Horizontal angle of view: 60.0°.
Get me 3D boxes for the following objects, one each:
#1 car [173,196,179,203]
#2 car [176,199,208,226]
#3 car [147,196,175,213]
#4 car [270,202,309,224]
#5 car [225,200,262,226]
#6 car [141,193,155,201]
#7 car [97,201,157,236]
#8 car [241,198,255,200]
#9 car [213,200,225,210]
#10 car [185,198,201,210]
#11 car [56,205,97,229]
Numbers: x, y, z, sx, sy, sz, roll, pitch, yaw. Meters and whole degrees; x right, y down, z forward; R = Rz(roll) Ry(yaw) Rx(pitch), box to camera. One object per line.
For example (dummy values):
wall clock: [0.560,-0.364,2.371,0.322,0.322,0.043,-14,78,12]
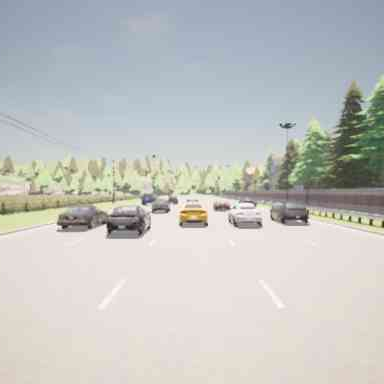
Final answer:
car: [-3.437,1.492,60.618,1.837,1.490,4.892,0,1,0]
car: [0.102,1.472,23.699,1.882,1.535,5.008,0,0,0]
car: [-3.396,1.539,37.022,2.033,1.411,5.357,0,0,0]
car: [7.103,1.485,24.687,2.128,1.511,4.902,0,0,0]
car: [3.603,1.520,22.995,1.812,1.442,4.674,0,0,0]
car: [-6.994,1.209,54.636,2.150,2.045,5.566,0,0,0]
car: [-3.398,1.488,18.514,2.128,1.511,4.902,0,0,0]
car: [7.104,1.481,42.519,2.128,1.511,4.902,0,0,0]
car: [3.604,1.590,41.032,1.895,1.301,4.718,0,0,0]
car: [0.105,1.554,43.176,1.994,1.385,4.181,0,0,0]
car: [-6.897,1.544,21.455,2.033,1.411,5.357,0,0,0]
